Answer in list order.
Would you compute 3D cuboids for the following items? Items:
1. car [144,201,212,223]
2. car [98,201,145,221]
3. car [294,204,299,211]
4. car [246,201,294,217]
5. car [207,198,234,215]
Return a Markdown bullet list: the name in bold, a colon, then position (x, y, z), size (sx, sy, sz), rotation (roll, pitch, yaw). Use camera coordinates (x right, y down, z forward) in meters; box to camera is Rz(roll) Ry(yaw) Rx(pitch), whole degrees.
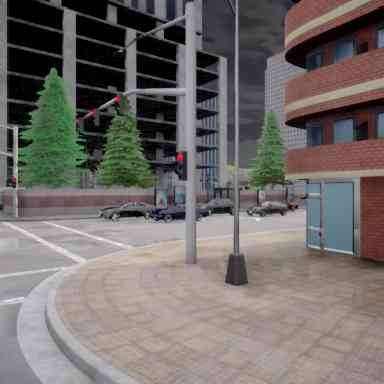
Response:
- **car**: position (-1.018, 1.656, 26.340), size (4.718, 1.301, 1.895), rotation (0, 0, -35)
- **car**: position (-5.279, 1.547, 27.618), size (4.902, 1.511, 2.128), rotation (0, 0, -35)
- **car**: position (10.114, 1.656, 38.477), size (4.718, 1.301, 1.895), rotation (0, 0, -35)
- **car**: position (7.370, 1.581, 32.252), size (4.674, 1.442, 1.812), rotation (0, 0, -35)
- **car**: position (2.213, 1.407, 32.903), size (4.553, 1.767, 2.097), rotation (0, 0, -35)
